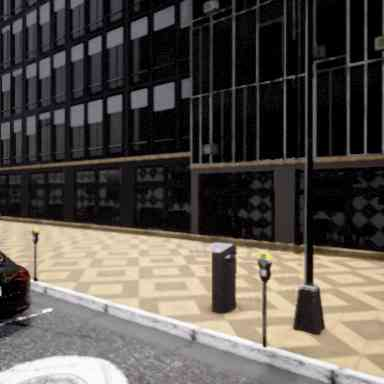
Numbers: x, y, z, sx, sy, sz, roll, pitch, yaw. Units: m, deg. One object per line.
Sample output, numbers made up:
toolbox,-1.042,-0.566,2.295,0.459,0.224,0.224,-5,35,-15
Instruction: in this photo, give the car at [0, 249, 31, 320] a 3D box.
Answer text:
car,-4.748,1.575,6.261,4.313,1.339,1.947,0,0,36
